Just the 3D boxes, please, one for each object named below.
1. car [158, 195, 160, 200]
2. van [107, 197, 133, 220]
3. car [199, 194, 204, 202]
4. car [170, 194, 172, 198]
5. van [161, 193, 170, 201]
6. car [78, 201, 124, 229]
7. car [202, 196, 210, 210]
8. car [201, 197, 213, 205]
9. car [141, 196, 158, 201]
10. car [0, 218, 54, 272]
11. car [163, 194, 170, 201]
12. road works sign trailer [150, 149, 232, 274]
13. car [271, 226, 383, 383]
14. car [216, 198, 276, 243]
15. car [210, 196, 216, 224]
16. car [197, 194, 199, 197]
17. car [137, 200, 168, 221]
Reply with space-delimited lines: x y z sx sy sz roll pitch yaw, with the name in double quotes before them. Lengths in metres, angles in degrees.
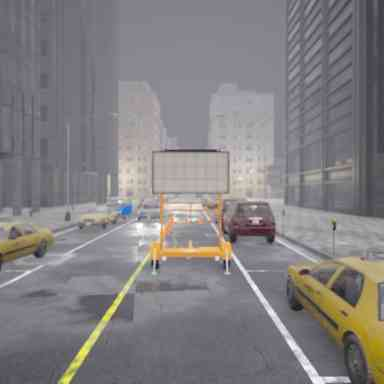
"car" -6.055 1.366 49.845 1.967 1.590 4.097 0 0 0
"van" -5.965 1.318 27.285 1.690 1.788 3.998 0 0 0
"car" 2.471 1.367 49.855 1.967 1.590 4.097 0 0 0
"car" -6.146 1.178 72.404 2.192 1.841 5.009 0 0 0
"van" -6.168 1.186 78.045 1.690 1.788 3.998 0 0 0
"car" -5.943 1.509 21.474 1.752 1.417 4.829 0 0 0
"car" 2.516 1.506 38.577 2.008 1.369 4.403 0 0 0
"car" 2.448 1.493 55.495 1.802 1.307 4.206 0 0 0
"car" -6.032 1.523 44.205 1.802 1.307 4.206 0 0 0
"car" -5.903 1.518 10.161 1.752 1.417 4.829 0 0 1
"car" -6.123 1.444 66.765 1.947 1.339 4.313 0 0 0
"road works sign trailer" -0.038 0.457 10.471 2.380 3.560 2.880 0 0 0
"car" 2.651 1.523 4.949 1.752 1.417 4.829 0 0 1
"car" 2.606 1.305 16.017 2.192 1.841 5.009 0 0 0
"car" 2.583 1.299 21.657 2.192 1.841 5.009 0 0 0
"car" 2.425 1.440 61.134 1.887 1.381 4.507 0 0 0
"car" -3.204 1.578 26.814 1.895 1.301 4.718 0 0 0
